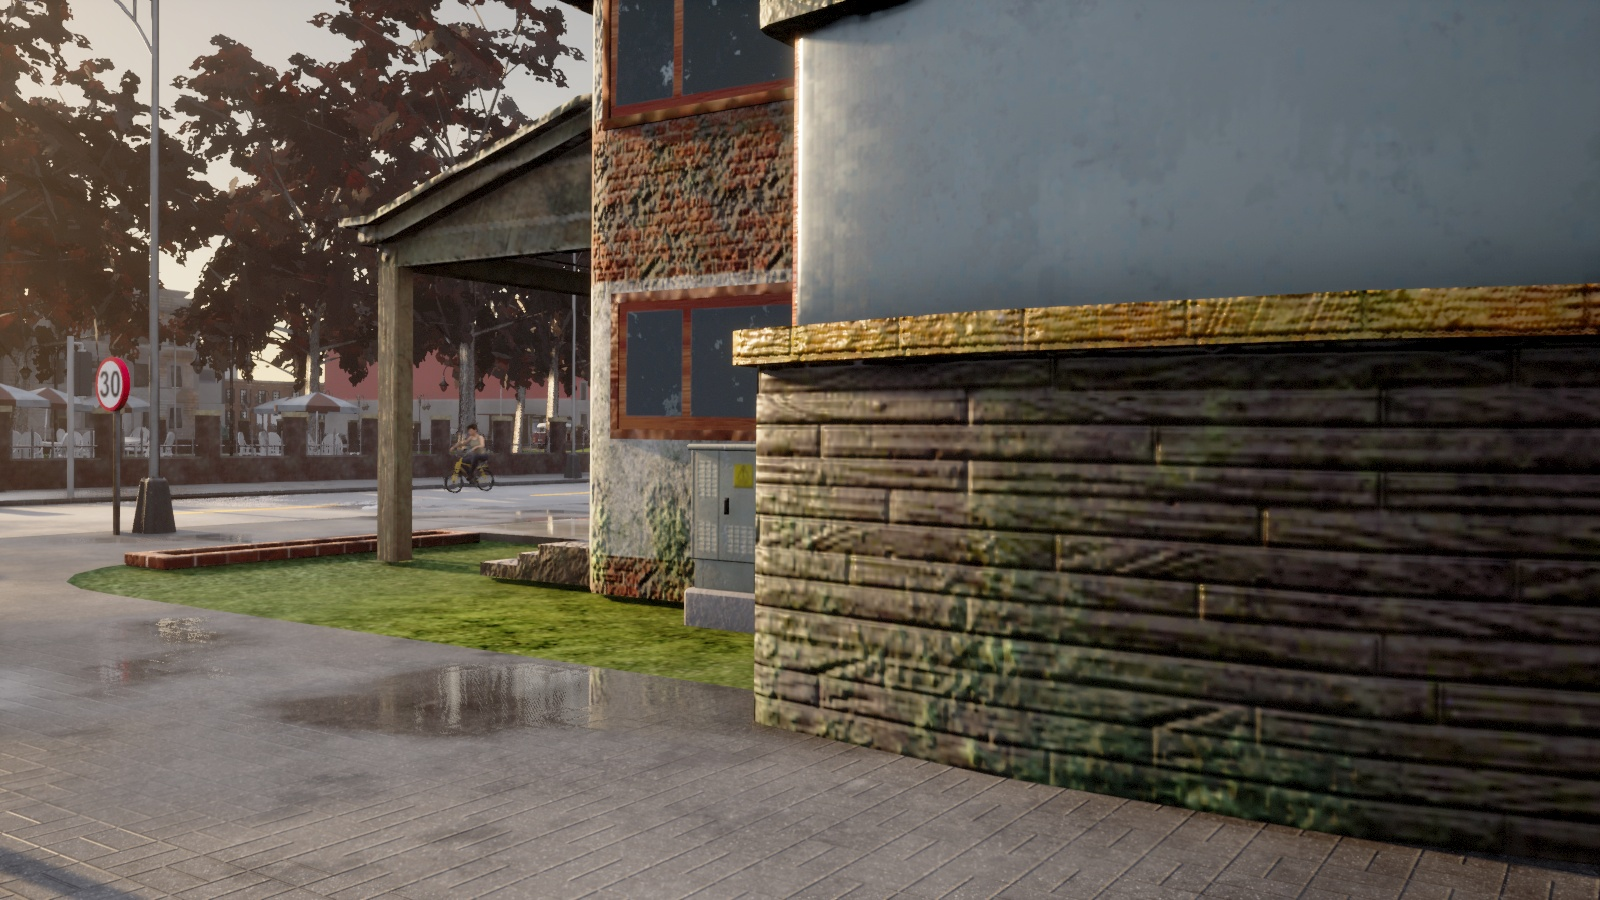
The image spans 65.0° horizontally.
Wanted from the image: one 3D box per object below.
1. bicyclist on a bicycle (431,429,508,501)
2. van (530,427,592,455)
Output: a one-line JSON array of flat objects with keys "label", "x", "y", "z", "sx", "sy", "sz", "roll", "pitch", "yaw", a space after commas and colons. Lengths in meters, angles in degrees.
[{"label": "bicyclist on a bicycle", "x": -7.758, "y": 0.336, "z": 29.513, "sx": 0.866, "sy": 1.612, "sz": 1.509, "roll": 0, "pitch": 2, "yaw": 33}, {"label": "van", "x": -18.206, "y": -0.688, "z": 95.792, "sx": 2.069, "sy": 2.038, "sz": 4.480, "roll": 0, "pitch": 1, "yaw": 33}]
